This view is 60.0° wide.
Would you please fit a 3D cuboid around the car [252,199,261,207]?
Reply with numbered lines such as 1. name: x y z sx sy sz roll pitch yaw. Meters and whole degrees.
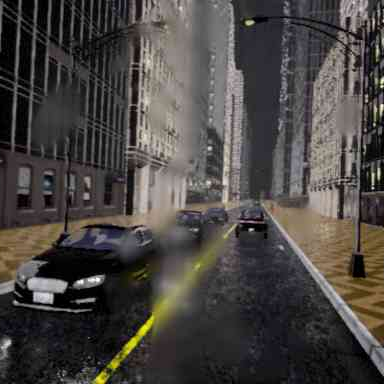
1. car: 16.512 3.291 85.541 2.128 1.511 4.902 2 -1 11

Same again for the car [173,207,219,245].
1. car: -0.115 1.700 17.060 2.128 1.511 4.902 2 -1 12

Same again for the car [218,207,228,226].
1. car: 1.996 1.981 27.792 2.033 1.411 5.357 2 -1 11

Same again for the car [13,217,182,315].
1. car: -1.939 1.507 7.818 2.128 1.511 4.902 2 -1 11

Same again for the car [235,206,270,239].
1. car: 3.712 1.906 20.482 2.128 1.511 4.902 2 -1 11
